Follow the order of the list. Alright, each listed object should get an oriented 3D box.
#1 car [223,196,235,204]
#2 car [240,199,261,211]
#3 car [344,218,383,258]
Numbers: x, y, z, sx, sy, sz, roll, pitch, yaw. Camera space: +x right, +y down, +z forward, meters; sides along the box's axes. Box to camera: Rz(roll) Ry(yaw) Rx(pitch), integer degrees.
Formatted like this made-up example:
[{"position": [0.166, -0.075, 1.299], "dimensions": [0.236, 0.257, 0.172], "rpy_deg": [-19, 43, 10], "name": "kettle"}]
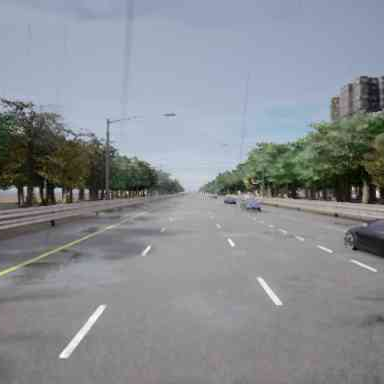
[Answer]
[{"position": [7.158, 1.631, 64.077], "dimensions": [1.994, 1.385, 4.181], "rpy_deg": [0, 0, 0], "name": "car"}, {"position": [7.049, 1.585, 40.302], "dimensions": [2.033, 1.411, 5.357], "rpy_deg": [0, 0, 0], "name": "car"}, {"position": [7.000, 1.572, 11.457], "dimensions": [1.994, 1.385, 4.181], "rpy_deg": [0, 0, 0], "name": "car"}]
